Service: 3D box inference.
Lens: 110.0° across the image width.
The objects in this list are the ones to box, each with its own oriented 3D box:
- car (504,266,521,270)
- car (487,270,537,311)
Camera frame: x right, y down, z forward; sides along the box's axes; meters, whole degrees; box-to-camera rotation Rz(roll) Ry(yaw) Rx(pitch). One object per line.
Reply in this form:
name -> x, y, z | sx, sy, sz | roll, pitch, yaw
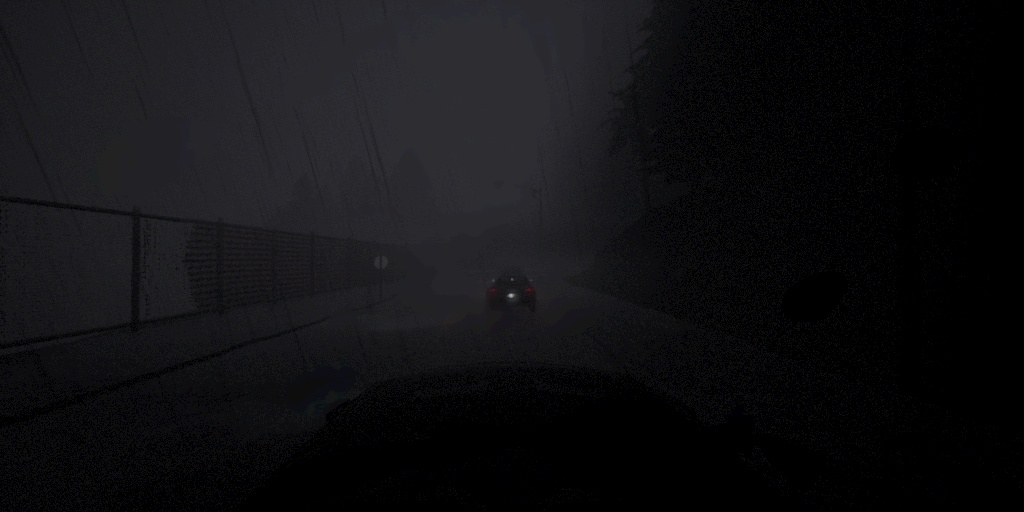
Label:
car -> 0.051, 1.583, 30.328 | 1.837, 1.490, 4.892 | 0, 0, 1
car -> 0.028, 1.470, 15.398 | 1.994, 1.385, 4.181 | 0, -1, 1
